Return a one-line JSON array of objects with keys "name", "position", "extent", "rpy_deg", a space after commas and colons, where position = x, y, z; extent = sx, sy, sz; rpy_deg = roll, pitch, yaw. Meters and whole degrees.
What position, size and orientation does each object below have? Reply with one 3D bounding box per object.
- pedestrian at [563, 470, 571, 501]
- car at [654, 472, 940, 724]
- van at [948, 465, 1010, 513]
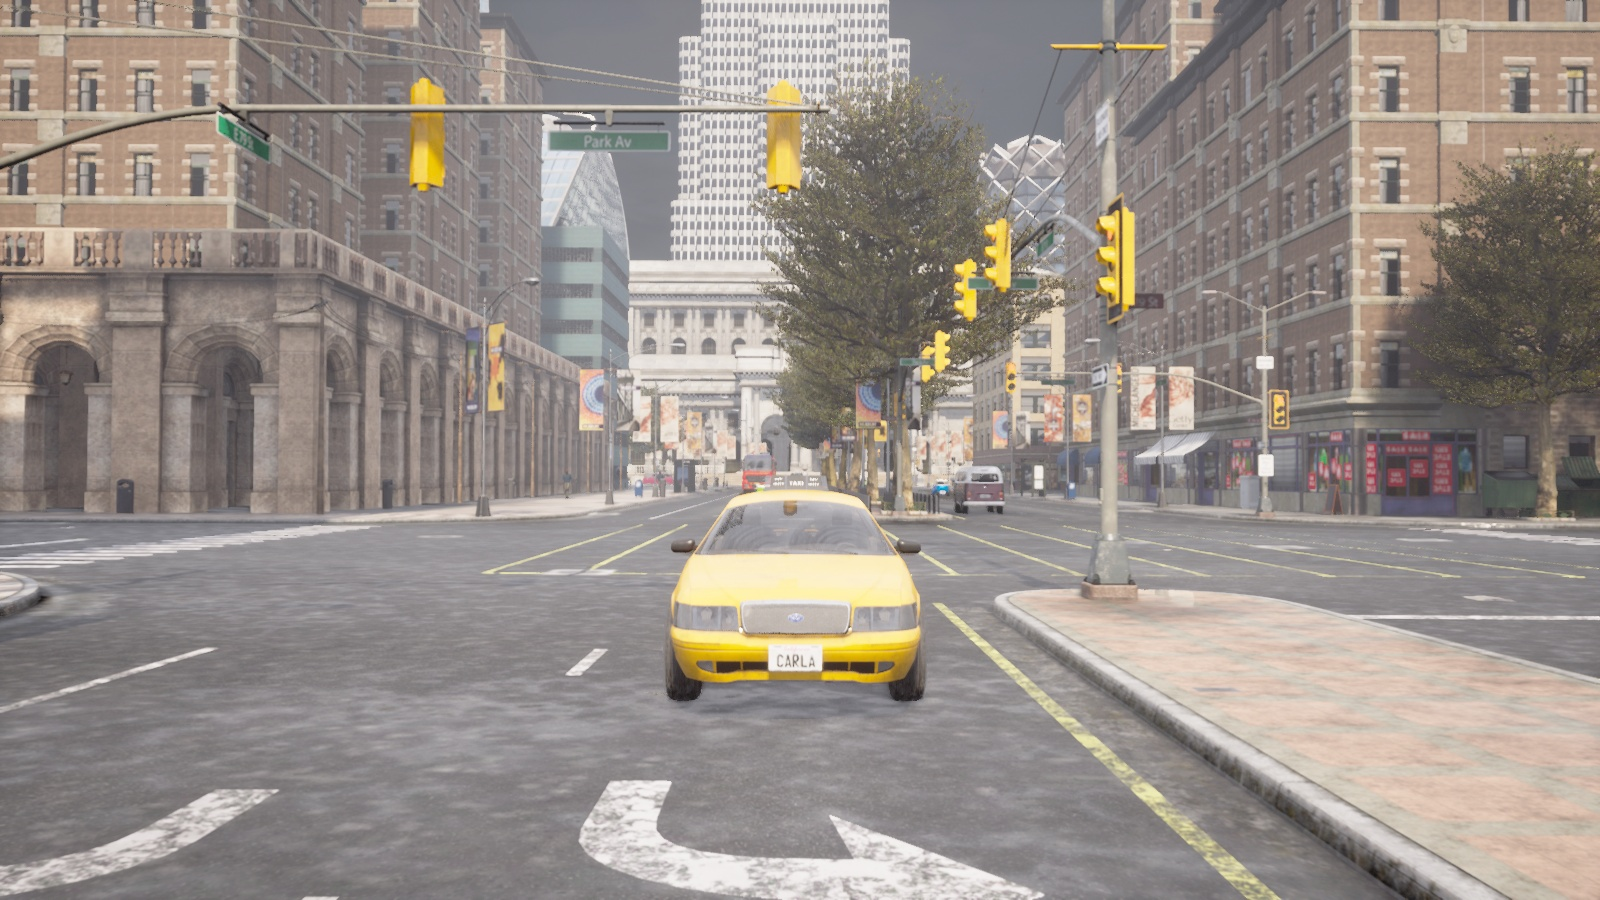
[{"name": "pedestrian", "position": [-13.748, 2.085, 74.136], "extent": [0.370, 1.835, 0.726], "rpy_deg": [0, -1, 0]}, {"name": "car", "position": [-0.027, 0.981, 10.601], "extent": [1.801, 1.575, 5.366], "rpy_deg": [0, -1, 0]}, {"name": "van", "position": [7.862, 1.679, 55.538], "extent": [2.069, 2.038, 4.480], "rpy_deg": [0, -1, 0]}]
